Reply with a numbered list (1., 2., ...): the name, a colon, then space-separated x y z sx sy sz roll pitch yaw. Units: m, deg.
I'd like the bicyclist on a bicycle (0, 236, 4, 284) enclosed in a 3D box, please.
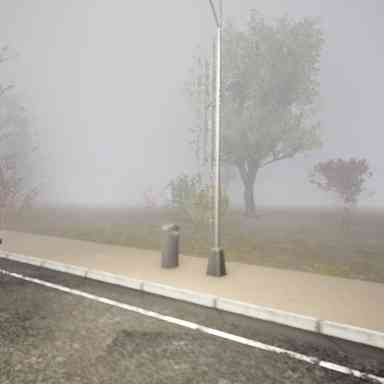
1. bicyclist on a bicycle: -5.004 1.402 8.124 1.656 1.620 0.582 0 0 35
